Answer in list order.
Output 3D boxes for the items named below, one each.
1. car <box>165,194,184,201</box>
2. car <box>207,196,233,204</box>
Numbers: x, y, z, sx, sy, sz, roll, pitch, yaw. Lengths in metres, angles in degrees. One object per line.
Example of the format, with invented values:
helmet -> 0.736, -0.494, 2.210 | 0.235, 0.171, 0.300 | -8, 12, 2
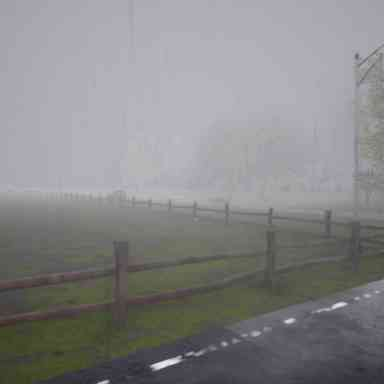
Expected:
car -> -3.647, 1.055, 66.149 | 1.895, 1.301, 4.718 | 1, 1, -33
car -> 4.435, 1.288, 53.756 | 1.895, 1.301, 4.718 | 1, 1, -33
